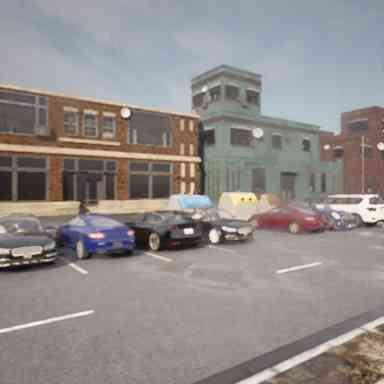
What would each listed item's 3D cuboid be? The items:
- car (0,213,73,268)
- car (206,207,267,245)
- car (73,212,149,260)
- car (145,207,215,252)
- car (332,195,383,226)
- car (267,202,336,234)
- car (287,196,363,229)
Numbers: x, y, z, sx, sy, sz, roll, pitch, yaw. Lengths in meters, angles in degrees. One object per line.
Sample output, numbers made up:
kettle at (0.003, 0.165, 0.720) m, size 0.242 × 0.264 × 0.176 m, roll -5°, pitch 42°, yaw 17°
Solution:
car at (-5.880, 1.483, 11.030) m, size 2.231 × 1.521 × 4.892 m, roll 0°, pitch 0°, yaw -35°
car at (0.812, 1.465, 15.790) m, size 2.231 × 1.521 × 4.892 m, roll 0°, pitch 0°, yaw -35°
car at (-3.712, 1.516, 12.561) m, size 2.002 × 1.452 × 4.674 m, roll 0°, pitch 0°, yaw -35°
car at (-1.466, 1.499, 14.197) m, size 2.163 × 1.488 × 4.792 m, roll 0°, pitch 0°, yaw -35°
car at (9.959, 1.202, 22.321) m, size 2.435 × 2.045 × 5.566 m, roll 0°, pitch 0°, yaw -35°
car at (5.346, 1.497, 19.003) m, size 2.002 × 1.452 × 4.674 m, roll 0°, pitch 0°, yaw -35°
car at (7.665, 1.329, 20.694) m, size 2.185 × 1.767 × 4.553 m, roll 0°, pitch 0°, yaw -35°
